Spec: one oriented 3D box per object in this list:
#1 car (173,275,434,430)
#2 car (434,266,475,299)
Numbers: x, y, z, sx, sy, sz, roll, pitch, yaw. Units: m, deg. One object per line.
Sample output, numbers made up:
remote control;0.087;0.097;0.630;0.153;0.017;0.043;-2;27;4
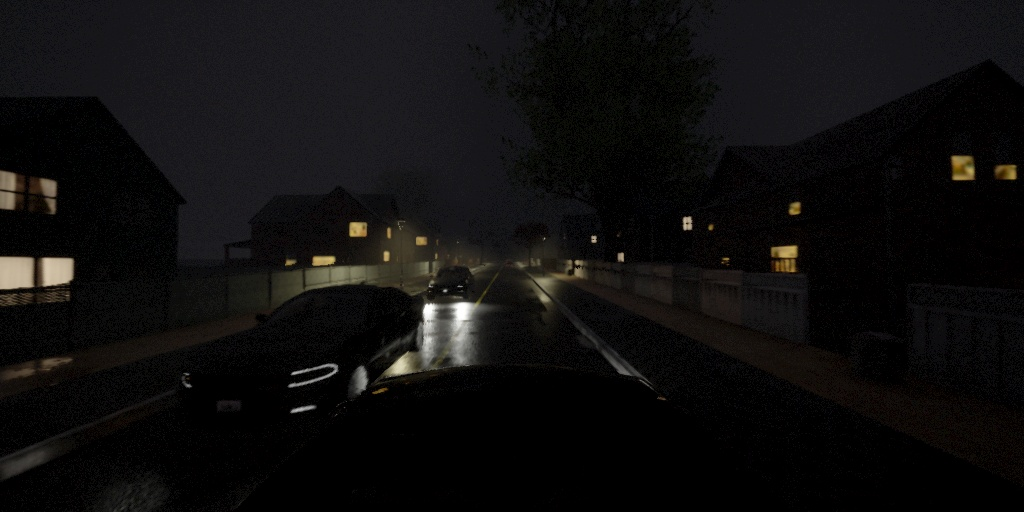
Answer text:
car;-2.867;1.248;6.105;1.882;1.535;5.008;0;0;0
car;-2.944;1.277;18.141;1.837;1.490;4.892;0;0;0
